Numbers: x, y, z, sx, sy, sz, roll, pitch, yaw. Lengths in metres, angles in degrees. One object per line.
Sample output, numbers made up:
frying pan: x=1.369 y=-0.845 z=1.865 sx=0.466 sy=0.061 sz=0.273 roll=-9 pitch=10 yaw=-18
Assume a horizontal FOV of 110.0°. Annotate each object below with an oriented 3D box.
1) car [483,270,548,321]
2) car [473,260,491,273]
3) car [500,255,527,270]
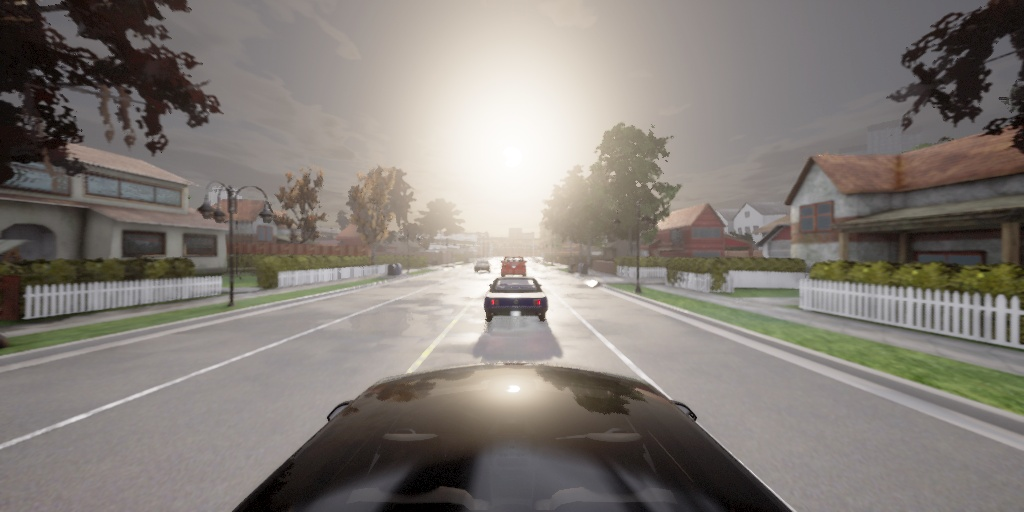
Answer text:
car: x=0.114 y=1.349 z=12.430 sx=1.895 sy=1.301 sz=4.718 roll=0 pitch=0 yaw=0
car: x=-3.522 y=1.236 z=43.284 sx=1.837 sy=1.490 sz=4.892 roll=0 pitch=0 yaw=0
car: x=0.144 y=0.965 z=31.362 sx=2.150 sy=2.045 sz=5.566 roll=0 pitch=0 yaw=0
